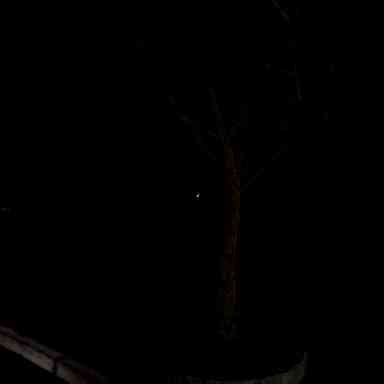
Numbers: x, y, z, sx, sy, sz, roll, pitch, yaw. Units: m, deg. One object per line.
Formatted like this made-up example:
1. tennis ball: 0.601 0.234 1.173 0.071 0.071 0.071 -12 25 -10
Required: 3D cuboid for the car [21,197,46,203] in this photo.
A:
1. car: -20.006 1.248 40.734 2.033 1.411 5.357 1 0 32
